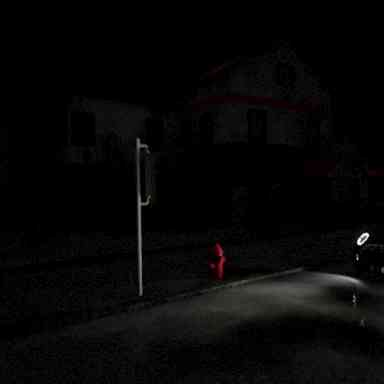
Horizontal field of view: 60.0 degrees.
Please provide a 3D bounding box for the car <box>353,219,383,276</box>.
[{"bbox_3d":[6.249,1.131,8.607,4.553,1.767,2.097,-1,1,-33],"label":"car"}]
